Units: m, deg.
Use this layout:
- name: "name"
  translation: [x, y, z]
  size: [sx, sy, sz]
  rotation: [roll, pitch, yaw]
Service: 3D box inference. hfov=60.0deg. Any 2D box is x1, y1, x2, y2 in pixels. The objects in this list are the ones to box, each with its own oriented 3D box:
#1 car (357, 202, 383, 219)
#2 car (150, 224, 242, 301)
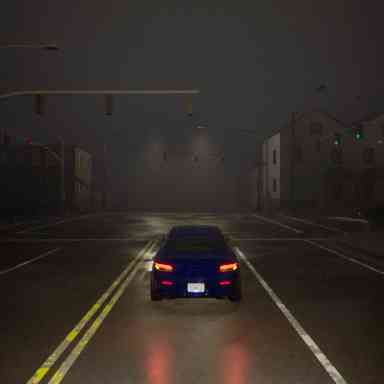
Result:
- name: "car"
  translation: [16.378, 1.524, 27.930]
  size: [4.674, 1.442, 1.812]
  rotation: [0, 0, -1]
- name: "car"
  translation: [0.089, 1.525, 8.184]
  size: [1.812, 1.442, 4.674]
  rotation: [0, 0, 0]
